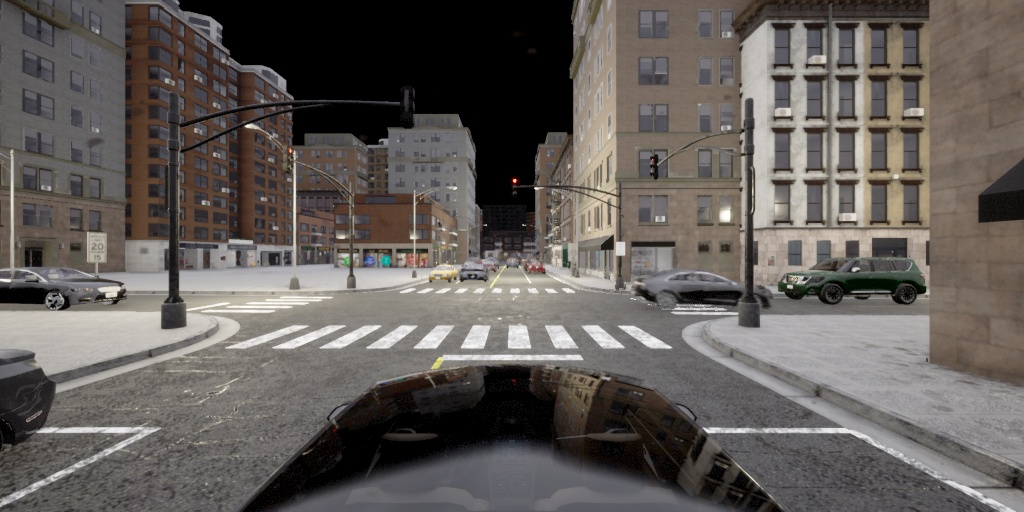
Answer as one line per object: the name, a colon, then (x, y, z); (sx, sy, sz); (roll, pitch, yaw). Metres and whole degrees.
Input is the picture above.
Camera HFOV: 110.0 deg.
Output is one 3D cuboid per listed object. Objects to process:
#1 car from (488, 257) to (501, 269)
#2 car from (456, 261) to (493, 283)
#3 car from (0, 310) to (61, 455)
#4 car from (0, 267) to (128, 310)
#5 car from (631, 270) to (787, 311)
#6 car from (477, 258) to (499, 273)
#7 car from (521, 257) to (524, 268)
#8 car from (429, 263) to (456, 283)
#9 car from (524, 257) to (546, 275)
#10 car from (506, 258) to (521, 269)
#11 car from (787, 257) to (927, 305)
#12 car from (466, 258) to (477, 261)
car: (-2.795, 1.256, 55.299); (1.837, 1.490, 4.892); (0, 0, 0)
car: (-2.841, 1.313, 27.859); (1.994, 1.385, 4.181); (0, 0, 0)
car: (-5.388, 1.300, 1.673); (2.007, 1.370, 4.403); (0, 0, 0)
car: (-17.278, 1.162, 13.342); (4.902, 1.511, 2.128); (0, 0, 2)
car: (7.177, 1.280, 13.830); (4.902, 1.511, 2.128); (0, 0, 8)
car: (-2.828, 1.277, 43.115); (1.812, 1.442, 4.674); (0, 0, 0)
car: (2.654, 1.066, 45.501); (2.192, 1.841, 5.009); (0, 0, 0)
car: (-5.378, 1.276, 28.349); (1.751, 1.417, 4.829); (0, 0, 0)
car: (2.651, 1.191, 39.839); (1.967, 1.591, 4.097); (0, 0, 0)
car: (0.115, 1.317, 58.569); (1.994, 1.385, 4.181); (0, 0, 1)
car: (15.349, 1.056, 16.324); (5.566, 2.045, 2.150); (0, 0, -2)
car: (-5.372, 1.302, 45.505); (2.007, 1.370, 4.403); (0, 0, 0)
